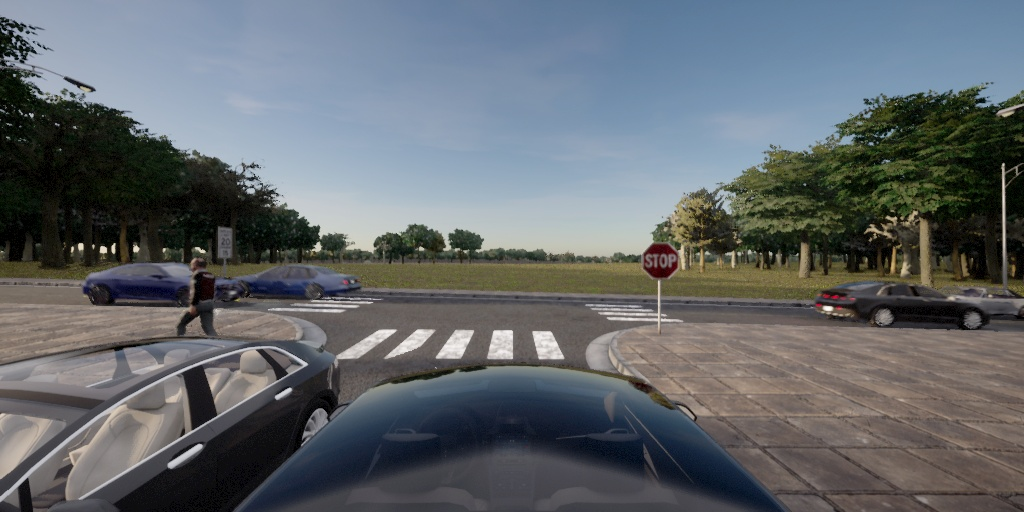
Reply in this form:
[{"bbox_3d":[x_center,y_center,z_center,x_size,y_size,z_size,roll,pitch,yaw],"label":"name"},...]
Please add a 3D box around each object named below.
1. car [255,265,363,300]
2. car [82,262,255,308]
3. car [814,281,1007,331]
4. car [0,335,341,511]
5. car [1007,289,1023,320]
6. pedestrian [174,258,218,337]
[{"bbox_3d":[-9.384,1.085,15.502,5.357,1.411,2.033,2,-1,0],"label":"car"},{"bbox_3d":[-12.105,0.960,12.559,4.674,1.442,1.812,2,-1,0],"label":"car"},{"bbox_3d":[13.435,1.655,12.499,4.892,1.490,1.837,2,-1,0],"label":"car"},{"bbox_3d":[-2.636,1.300,2.075,2.007,1.370,4.403,0,0,0],"label":"car"},{"bbox_3d":[19.587,1.956,15.434,4.718,1.301,1.895,2,-1,0],"label":"car"},{"bbox_3d":[-5.645,0.892,6.423,0.375,1.860,0.375,1,-1,0],"label":"pedestrian"}]
